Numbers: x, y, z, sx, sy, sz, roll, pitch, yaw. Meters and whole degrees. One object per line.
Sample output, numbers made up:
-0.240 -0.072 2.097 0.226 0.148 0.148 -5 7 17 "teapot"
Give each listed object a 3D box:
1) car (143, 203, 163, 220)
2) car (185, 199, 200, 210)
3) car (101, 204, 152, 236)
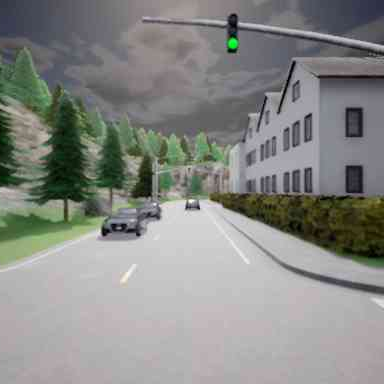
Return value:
-3.595 1.600 28.339 1.994 1.385 4.181 0 0 0 "car"
0.086 1.622 44.692 1.994 1.385 4.181 0 0 0 "car"
-3.604 1.585 18.339 1.994 1.385 4.181 0 0 0 "car"
